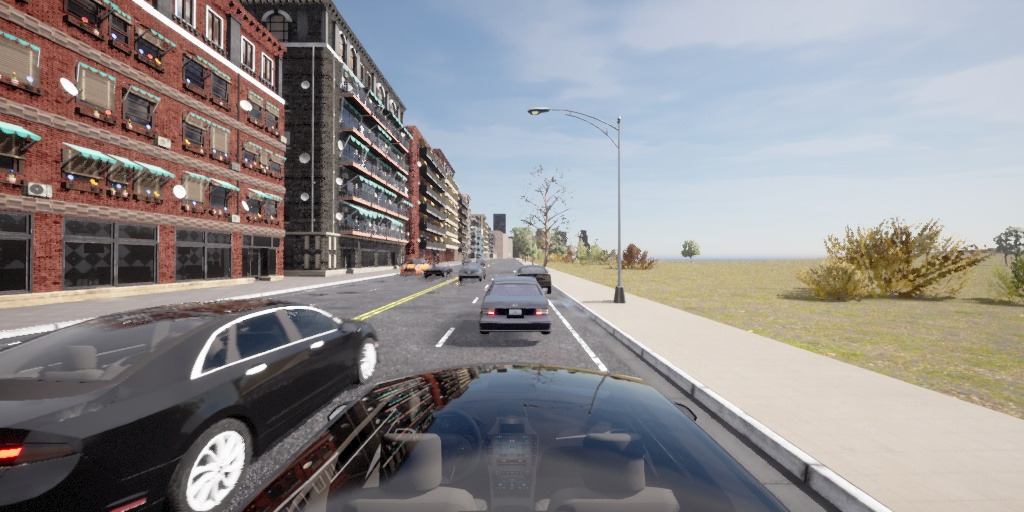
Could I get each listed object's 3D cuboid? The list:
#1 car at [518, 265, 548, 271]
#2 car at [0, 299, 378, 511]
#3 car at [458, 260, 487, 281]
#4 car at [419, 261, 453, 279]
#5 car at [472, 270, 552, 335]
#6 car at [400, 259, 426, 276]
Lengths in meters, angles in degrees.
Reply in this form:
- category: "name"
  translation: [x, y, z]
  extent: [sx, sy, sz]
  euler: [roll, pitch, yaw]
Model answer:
- category: "car"
  translation: [1.115, 1.230, 20.306]
  extent: [1.882, 1.535, 5.008]
  euler: [0, 0, 0]
- category: "car"
  translation: [-3.155, 1.253, 4.142]
  extent: [1.837, 1.490, 4.892]
  euler: [0, 0, 0]
- category: "car"
  translation: [-3.188, 1.299, 29.530]
  extent: [2.033, 1.411, 5.357]
  euler: [0, 0, 1]
- category: "car"
  translation: [-6.637, 1.353, 32.550]
  extent: [1.895, 1.301, 4.718]
  euler: [0, 0, 0]
- category: "car"
  translation: [0.092, 1.299, 10.542]
  extent: [2.033, 1.411, 5.357]
  euler: [0, 0, 0]
- category: "car"
  translation: [-9.892, 1.104, 36.863]
  extent: [2.097, 1.767, 4.553]
  euler: [0, 0, 0]
